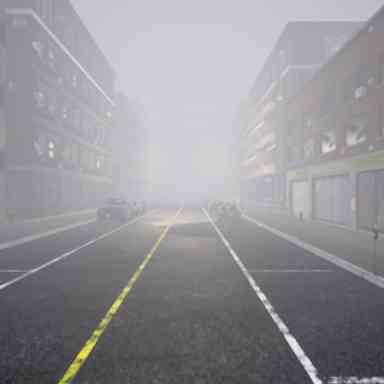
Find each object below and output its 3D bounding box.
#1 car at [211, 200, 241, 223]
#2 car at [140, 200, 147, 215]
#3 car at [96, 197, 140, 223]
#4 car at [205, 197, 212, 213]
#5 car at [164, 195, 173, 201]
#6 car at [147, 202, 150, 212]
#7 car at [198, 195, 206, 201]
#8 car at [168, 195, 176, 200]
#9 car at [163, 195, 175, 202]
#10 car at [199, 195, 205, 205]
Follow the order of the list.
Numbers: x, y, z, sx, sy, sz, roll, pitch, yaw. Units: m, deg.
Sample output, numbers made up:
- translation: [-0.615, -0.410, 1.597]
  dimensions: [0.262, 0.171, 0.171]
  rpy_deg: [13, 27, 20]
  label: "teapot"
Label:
- translation: [2.697, 1.513, 25.372]
  dimensions: [1.752, 1.417, 4.829]
  rpy_deg: [0, 0, 0]
  label: "car"
- translation: [-5.681, 1.425, 30.843]
  dimensions: [1.967, 1.590, 4.097]
  rpy_deg: [0, 0, 0]
  label: "car"
- translation: [-5.682, 1.303, 25.208]
  dimensions: [2.192, 1.841, 5.009]
  rpy_deg: [0, 0, 0]
  label: "car"
- translation: [2.700, 1.527, 36.474]
  dimensions: [1.887, 1.381, 4.507]
  rpy_deg: [0, 0, 0]
  label: "car"
- translation: [-5.668, 1.504, 81.570]
  dimensions: [2.008, 1.369, 4.403]
  rpy_deg: [0, 0, 0]
  label: "car"
- translation: [-5.680, 1.527, 36.481]
  dimensions: [1.887, 1.381, 4.507]
  rpy_deg: [0, 0, 0]
  label: "car"
- translation: [2.714, 1.515, 87.200]
  dimensions: [1.947, 1.339, 4.313]
  rpy_deg: [0, 0, 0]
  label: "car"
- translation: [-5.665, 1.490, 92.843]
  dimensions: [1.887, 1.381, 4.507]
  rpy_deg: [0, 0, 0]
  label: "car"
- translation: [-5.669, 1.508, 75.933]
  dimensions: [2.008, 1.369, 4.403]
  rpy_deg: [0, 0, 0]
  label: "car"
- translation: [2.707, 1.519, 59.019]
  dimensions: [2.008, 1.369, 4.403]
  rpy_deg: [0, 0, 0]
  label: "car"
